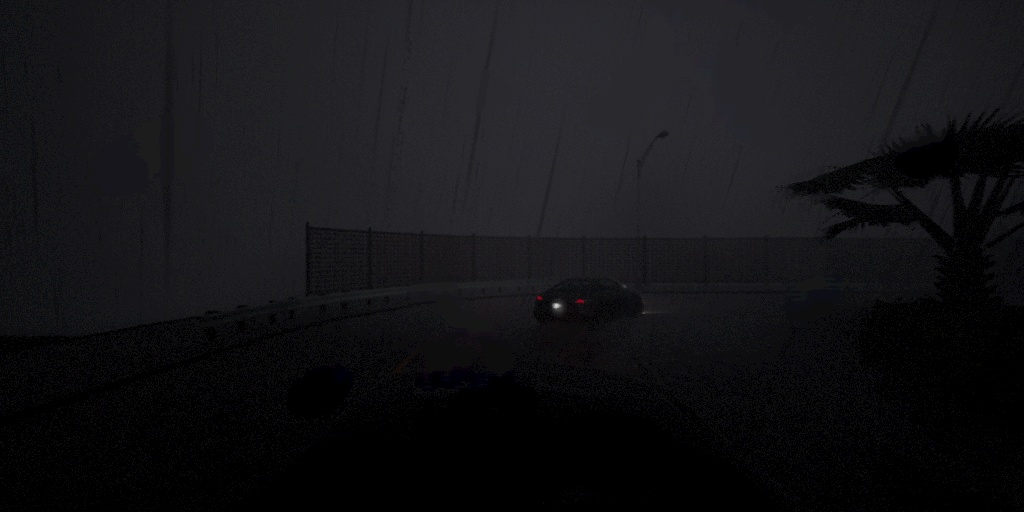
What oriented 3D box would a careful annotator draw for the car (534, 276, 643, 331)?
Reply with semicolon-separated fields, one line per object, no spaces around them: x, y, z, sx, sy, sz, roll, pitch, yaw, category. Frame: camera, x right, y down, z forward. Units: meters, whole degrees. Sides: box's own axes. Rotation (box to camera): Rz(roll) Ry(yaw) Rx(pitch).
2.527;1.332;11.310;1.994;1.385;4.181;-1;-1;40;car
